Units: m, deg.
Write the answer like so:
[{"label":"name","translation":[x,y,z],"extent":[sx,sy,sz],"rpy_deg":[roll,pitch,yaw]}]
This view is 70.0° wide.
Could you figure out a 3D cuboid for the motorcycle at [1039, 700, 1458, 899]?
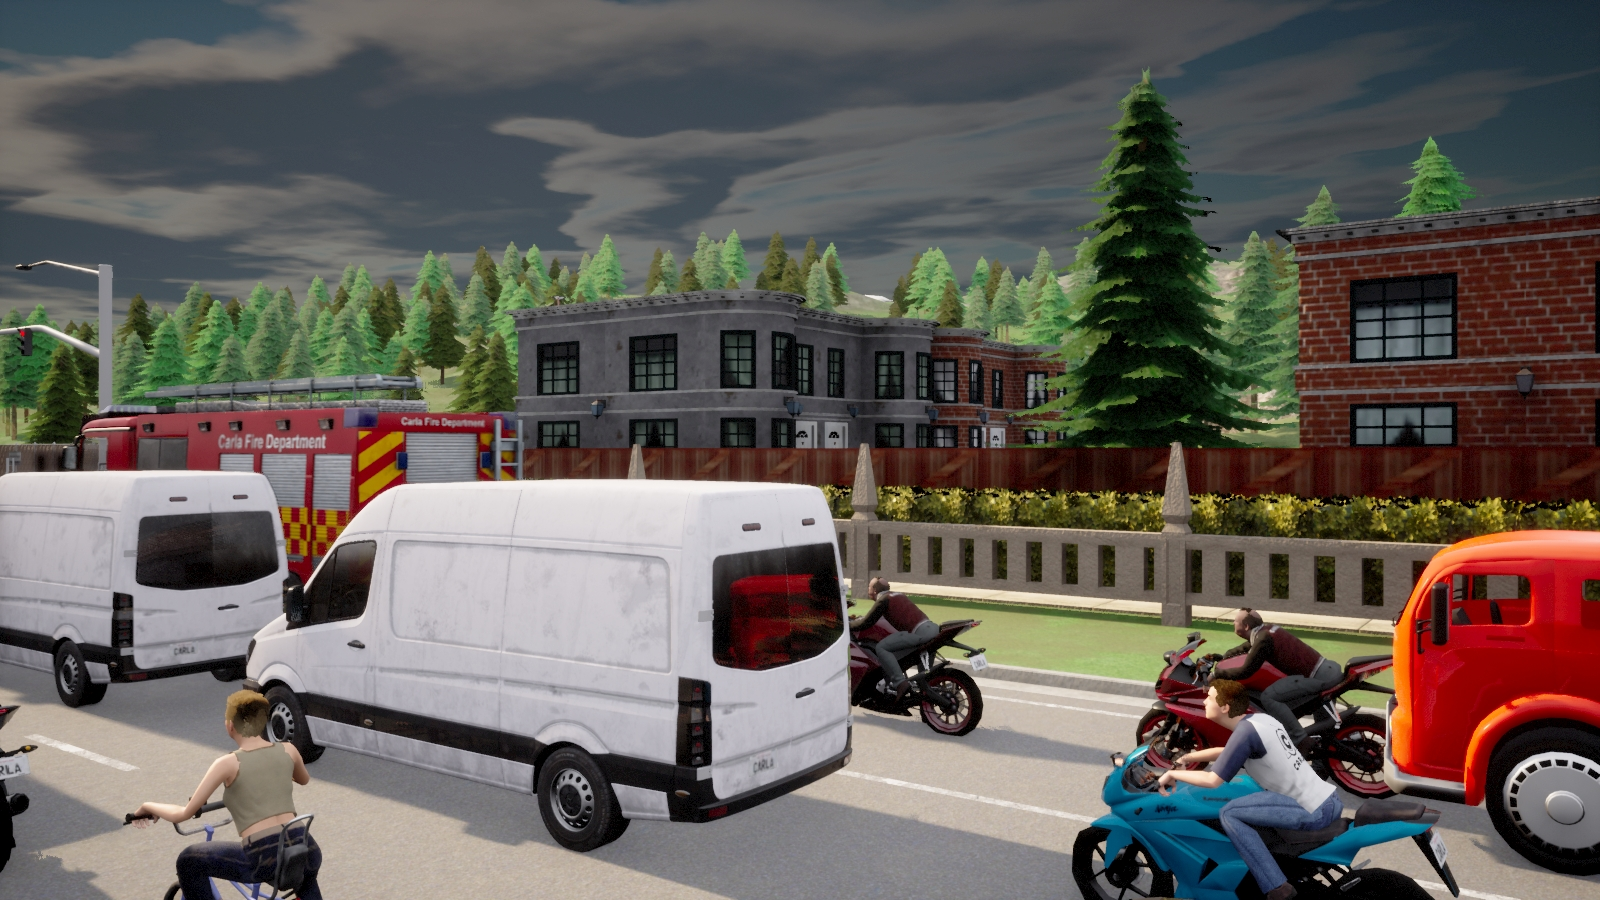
[{"label":"motorcycle","translation":[2.445,2.186,6.345],"extent":[2.033,1.199,0.803],"rpy_deg":[0,0,35]}]

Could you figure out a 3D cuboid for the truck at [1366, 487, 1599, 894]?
[{"label":"truck","translation":[6.832,1.569,7.556],"extent":[5.204,2.467,2.627],"rpy_deg":[0,0,35]}]

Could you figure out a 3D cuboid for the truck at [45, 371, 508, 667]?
[{"label":"truck","translation":[-8.694,0.891,18.414],"extent":[8.468,3.827,2.891],"rpy_deg":[0,0,35]}]

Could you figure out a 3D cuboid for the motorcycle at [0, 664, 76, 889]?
[{"label":"motorcycle","translation":[-6.050,2.205,8.010],"extent":[2.209,1.251,0.867],"rpy_deg":[0,0,35]}]

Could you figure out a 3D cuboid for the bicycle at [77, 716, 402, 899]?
[{"label":"bicycle","translation":[-2.830,2.158,5.745],"extent":[1.487,1.277,0.859],"rpy_deg":[0,0,35]}]

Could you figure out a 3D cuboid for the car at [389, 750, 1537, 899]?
[{"label":"car","translation":[0.956,2.066,3.117],"extent":[4.193,1.474,1.816],"rpy_deg":[0,0,35]}]

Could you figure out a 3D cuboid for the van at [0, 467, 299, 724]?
[{"label":"van","translation":[-8.856,1.534,14.256],"extent":[5.915,2.561,1.988],"rpy_deg":[0,0,35]}]

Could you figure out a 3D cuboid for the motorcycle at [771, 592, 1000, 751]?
[{"label":"motorcycle","translation":[0.853,2.205,11.733],"extent":[2.209,1.251,0.867],"rpy_deg":[0,0,35]}]

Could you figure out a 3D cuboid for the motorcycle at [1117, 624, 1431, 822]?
[{"label":"motorcycle","translation":[3.951,2.212,9.610],"extent":[2.209,1.251,0.867],"rpy_deg":[-4,4,36]}]

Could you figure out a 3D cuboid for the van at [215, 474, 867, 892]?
[{"label":"van","translation":[-2.471,1.534,9.781],"extent":[5.915,2.561,1.988],"rpy_deg":[0,0,35]}]
